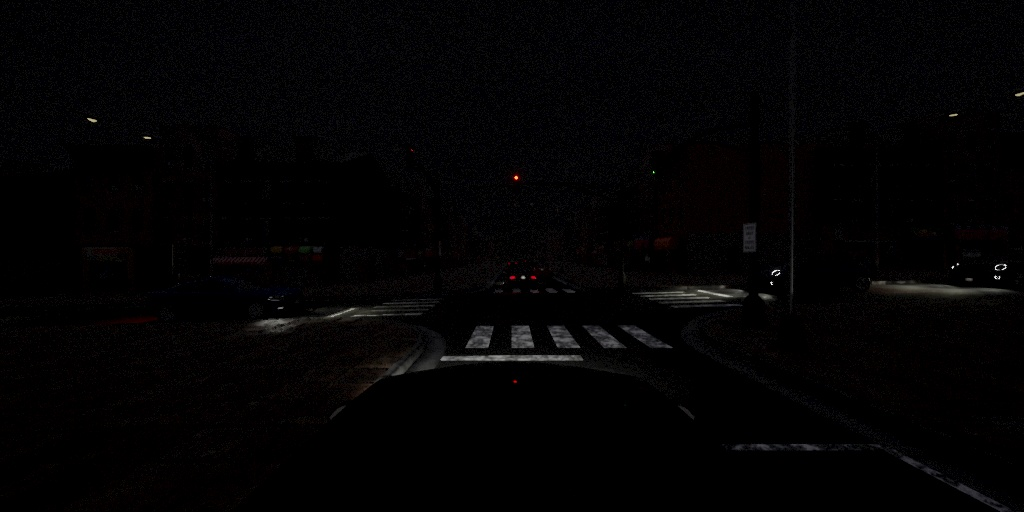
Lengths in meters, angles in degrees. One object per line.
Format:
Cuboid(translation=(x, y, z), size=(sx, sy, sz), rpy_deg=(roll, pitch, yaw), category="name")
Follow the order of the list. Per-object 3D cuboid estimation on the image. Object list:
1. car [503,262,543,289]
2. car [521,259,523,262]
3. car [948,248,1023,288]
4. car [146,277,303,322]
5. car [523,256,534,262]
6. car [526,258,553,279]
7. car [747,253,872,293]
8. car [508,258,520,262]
Cuboid(translation=(0.477, 1.312, 23.250), size=(2.033, 1.411, 5.357), rpy_deg=(0, 0, -4), category="car")
Cuboid(translation=(2.634, 1.126, 43.970), size=(2.192, 1.841, 5.009), rpy_deg=(0, 0, 0), category="car")
Cuboid(translation=(23.077, 0.433, 16.351), size=(4.553, 1.767, 2.097), rpy_deg=(-1, 0, 0), category="car")
Cuboid(translation=(-10.512, 1.505, 13.341), size=(5.008, 1.535, 1.882), rpy_deg=(-2, 0, 0), category="car")
Cuboid(translation=(2.634, 1.112, 38.567), size=(2.192, 1.841, 5.009), rpy_deg=(0, 0, 0), category="car")
Cuboid(translation=(2.635, 1.224, 33.166), size=(1.967, 1.591, 4.097), rpy_deg=(0, 0, 0), category="car")
Cuboid(translation=(13.359, 0.685, 16.355), size=(4.553, 1.767, 2.097), rpy_deg=(-1, 0, 1), category="car")
Cuboid(translation=(0.094, 1.398, 62.696), size=(1.812, 1.442, 4.674), rpy_deg=(0, 0, 0), category="car")
